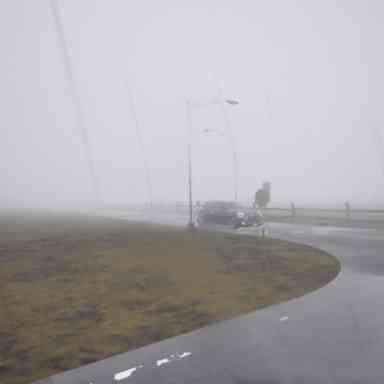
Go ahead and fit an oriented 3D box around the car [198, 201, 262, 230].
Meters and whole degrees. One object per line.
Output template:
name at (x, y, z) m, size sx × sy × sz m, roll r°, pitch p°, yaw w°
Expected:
car at (2.392, 1.352, 21.255) m, size 2.097 × 1.767 × 4.553 m, roll -1°, pitch 0°, yaw -35°
